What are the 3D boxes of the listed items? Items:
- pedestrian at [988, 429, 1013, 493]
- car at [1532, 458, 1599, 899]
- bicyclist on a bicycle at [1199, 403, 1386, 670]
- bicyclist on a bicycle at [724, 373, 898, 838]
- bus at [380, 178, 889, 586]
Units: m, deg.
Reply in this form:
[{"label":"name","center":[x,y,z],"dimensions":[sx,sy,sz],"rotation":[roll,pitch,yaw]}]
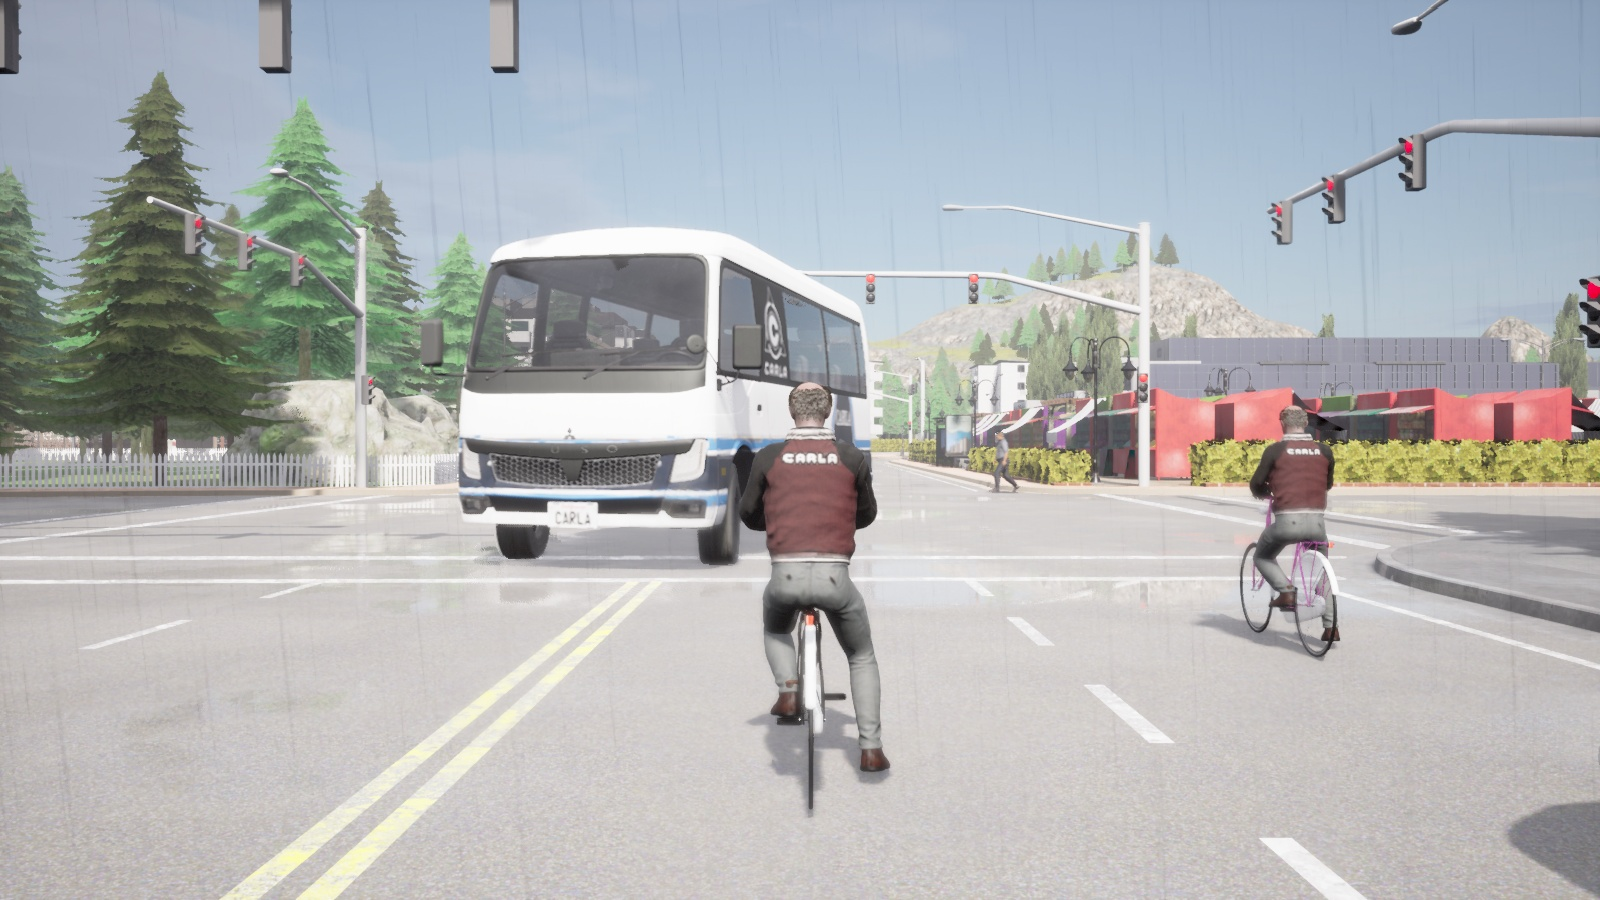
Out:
[{"label":"pedestrian","center":[5.843,0.313,36.617],"dimensions":[0.694,1.848,0.540],"rotation":[0,0,7]},{"label":"car","center":[3.526,0.763,2.164],"dimensions":[1.812,1.442,4.674],"rotation":[0,0,0]},{"label":"bicyclist on a bicycle","center":[3.564,0.568,9.269],"dimensions":[0.659,1.776,1.843],"rotation":[0,1,0]},{"label":"bicyclist on a bicycle","center":[0.046,0.585,5.708],"dimensions":[0.659,1.776,1.843],"rotation":[0,1,0]},{"label":"bus","center":[-1.534,-0.751,18.536],"dimensions":[3.944,4.253,10.273],"rotation":[0,0,14]}]
